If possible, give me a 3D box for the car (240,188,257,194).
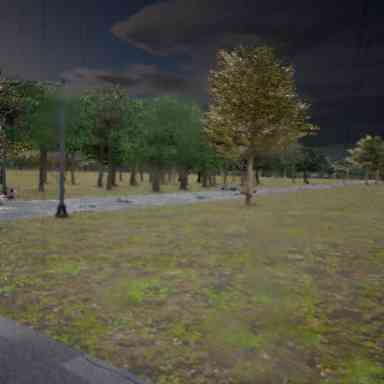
[{"bbox_3d":[11.304,-0.215,65.729,1.895,1.301,4.718,4,4,31],"label":"car"}]

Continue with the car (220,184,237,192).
[{"bbox_3d":[7.914,-0.926,72.055,2.097,1.767,4.553,4,4,35],"label":"car"}]

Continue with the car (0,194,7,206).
[{"bbox_3d":[-20.558,0.714,32.351,1.812,1.442,4.674,4,5,35],"label":"car"}]
